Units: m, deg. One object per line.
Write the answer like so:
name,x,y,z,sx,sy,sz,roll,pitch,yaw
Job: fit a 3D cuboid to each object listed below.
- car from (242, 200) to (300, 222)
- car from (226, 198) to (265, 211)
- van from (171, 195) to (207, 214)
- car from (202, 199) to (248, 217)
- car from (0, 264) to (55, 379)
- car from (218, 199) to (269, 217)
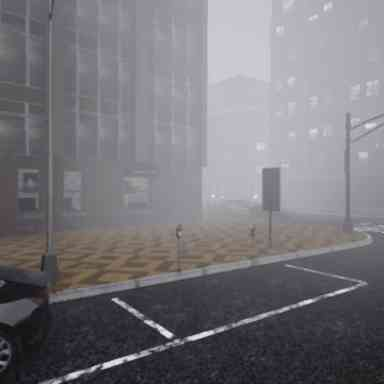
car,6.207,1.511,25.453,1.802,1.307,4.206,0,0,-36
car,6.317,1.466,39.679,1.752,1.417,4.829,0,0,-36
van,-0.393,1.250,34.658,1.690,1.788,3.998,0,0,-36
car,3.006,1.444,29.917,1.752,1.417,4.829,0,0,-36
car,-3.874,1.567,3.793,4.313,1.339,1.947,0,0,-36
car,4.823,1.432,31.828,1.837,1.490,4.892,0,0,-36
